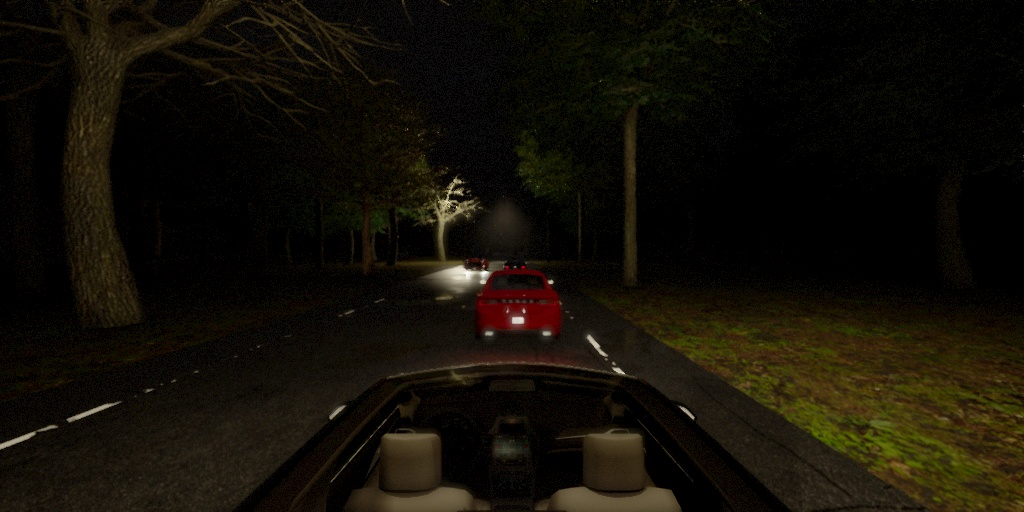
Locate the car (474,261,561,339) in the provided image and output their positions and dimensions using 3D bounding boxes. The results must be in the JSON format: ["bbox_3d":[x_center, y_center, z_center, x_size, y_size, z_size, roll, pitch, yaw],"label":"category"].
[{"bbox_3d":[0.130,1.076,9.549,1.882,1.535,5.008,0,1,0],"label":"car"}]

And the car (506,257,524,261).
[{"bbox_3d":[0.210,0.815,28.283,2.033,1.411,5.357,0,1,0],"label":"car"}]

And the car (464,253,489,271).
[{"bbox_3d":[-3.461,0.501,35.625,2.097,1.767,4.553,0,1,0],"label":"car"}]
